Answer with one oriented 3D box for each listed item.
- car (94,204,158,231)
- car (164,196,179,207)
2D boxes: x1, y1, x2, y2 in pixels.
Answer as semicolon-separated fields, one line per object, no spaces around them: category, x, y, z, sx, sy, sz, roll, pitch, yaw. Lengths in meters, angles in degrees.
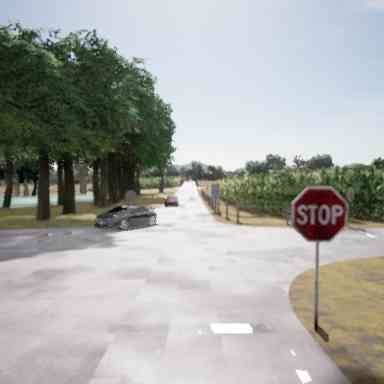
car;-4.043;1.559;21.107;1.837;1.490;4.892;5;2;27
car;-2.761;1.241;45.850;1.882;1.535;5.008;0;1;0
